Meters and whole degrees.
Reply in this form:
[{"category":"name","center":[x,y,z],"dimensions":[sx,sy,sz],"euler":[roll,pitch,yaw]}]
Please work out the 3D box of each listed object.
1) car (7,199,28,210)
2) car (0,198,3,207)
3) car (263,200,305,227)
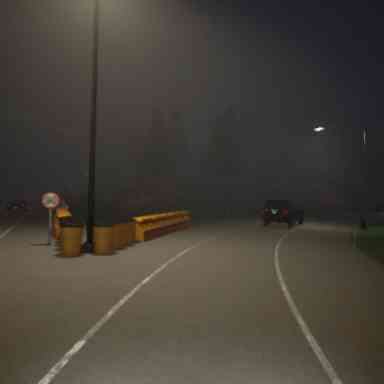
[{"category":"car","center":[-20.365,1.417,38.982],"dimensions":[1.895,1.301,4.718],"euler":[2,-1,-22]},{"category":"car","center":[-25.870,1.274,43.187],"dimensions":[1.994,1.385,4.181],"euler":[2,-1,-22]},{"category":"car","center":[7.475,1.656,26.827],"dimensions":[2.150,2.045,5.566],"euler":[0,-1,32]}]
